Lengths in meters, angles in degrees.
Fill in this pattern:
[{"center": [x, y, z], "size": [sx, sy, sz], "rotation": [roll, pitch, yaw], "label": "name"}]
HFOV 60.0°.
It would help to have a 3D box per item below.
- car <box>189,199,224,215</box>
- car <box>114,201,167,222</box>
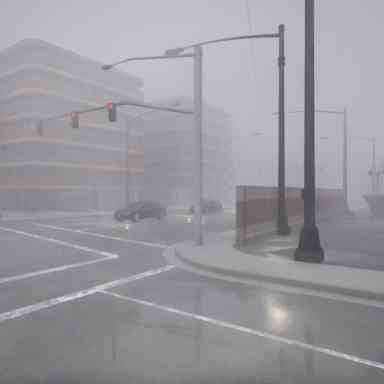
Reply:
[{"center": [1.597, 1.505, 34.480], "size": [1.837, 1.490, 4.892], "rotation": [0, 0, 35], "label": "car"}, {"center": [-3.996, 1.505, 26.359], "size": [1.837, 1.490, 4.892], "rotation": [0, 0, 35], "label": "car"}]
